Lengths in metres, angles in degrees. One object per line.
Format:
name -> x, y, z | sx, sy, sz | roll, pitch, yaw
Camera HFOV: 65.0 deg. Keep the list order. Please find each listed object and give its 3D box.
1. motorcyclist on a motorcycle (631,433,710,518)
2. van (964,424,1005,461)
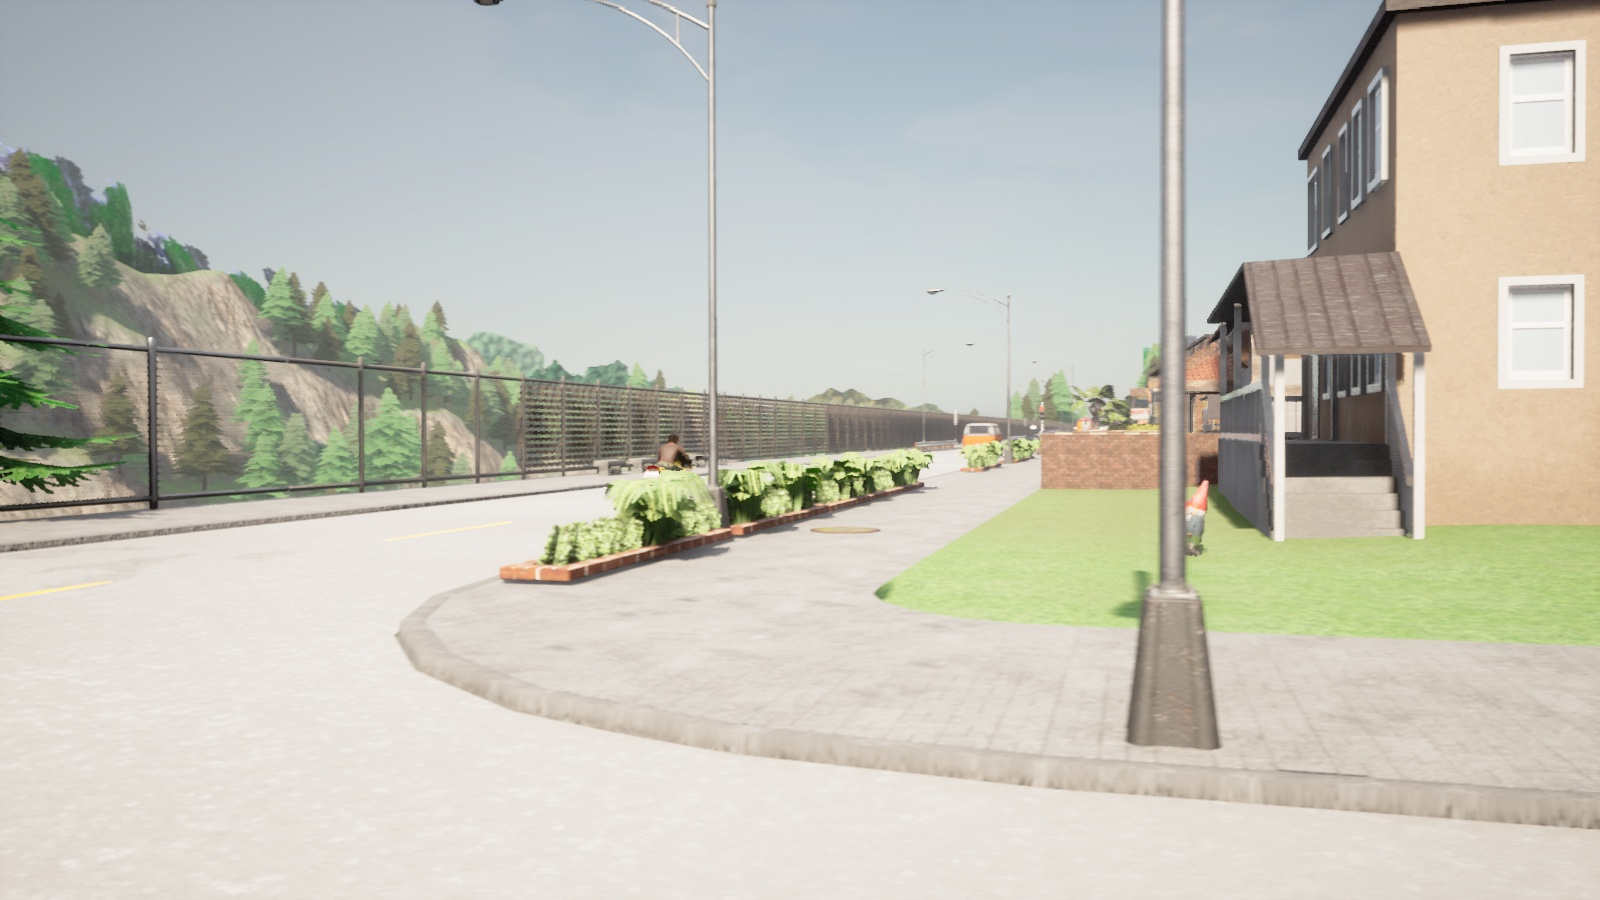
motorcyclist on a motorcycle -> -2.403, 0.437, 23.612 | 0.797, 1.523, 2.044 | 0, 1, 15
van -> 10.404, -0.458, 70.582 | 1.775, 1.987, 4.442 | 0, 1, 15
